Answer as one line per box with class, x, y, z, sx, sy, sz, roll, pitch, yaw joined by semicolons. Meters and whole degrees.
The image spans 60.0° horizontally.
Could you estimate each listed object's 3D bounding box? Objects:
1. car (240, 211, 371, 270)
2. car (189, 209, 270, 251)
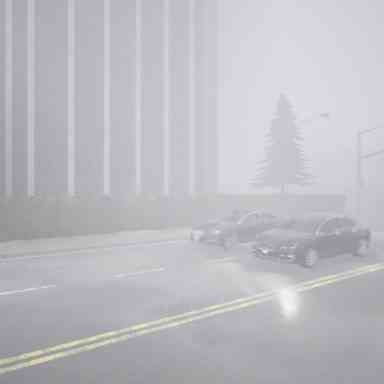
car;4.139;1.504;11.233;4.892;1.490;1.837;0;0;-35
car;2.171;1.491;14.127;4.902;1.511;2.128;0;0;-35
